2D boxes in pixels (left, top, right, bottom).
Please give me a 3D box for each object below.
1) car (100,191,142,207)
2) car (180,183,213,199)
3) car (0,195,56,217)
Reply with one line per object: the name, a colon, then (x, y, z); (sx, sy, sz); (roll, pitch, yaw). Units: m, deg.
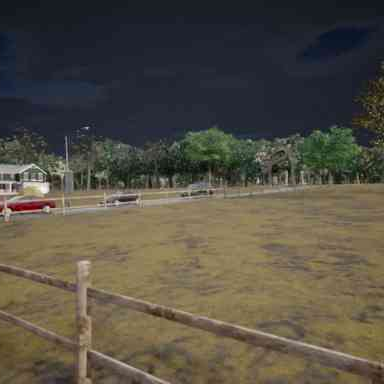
car: (-7.257, 0.662, 34.227); (1.837, 1.490, 4.892); (-3, 1, 36)
car: (0.644, -0.150, 45.304); (2.150, 2.045, 5.566); (-3, 1, 36)
car: (-13.191, 1.026, 25.912); (1.882, 1.535, 5.008); (-3, 1, 35)
